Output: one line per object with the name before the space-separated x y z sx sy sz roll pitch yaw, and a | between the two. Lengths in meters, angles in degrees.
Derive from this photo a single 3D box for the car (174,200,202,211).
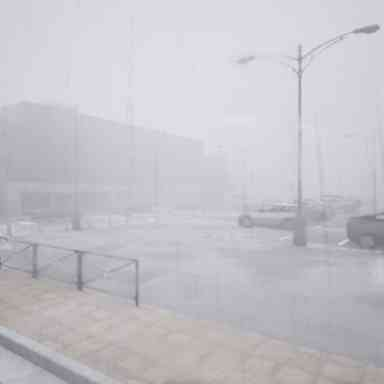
car | -0.550 1.728 43.551 1.994 1.385 4.181 0 0 36

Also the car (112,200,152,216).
car | -6.341 1.669 35.405 1.837 1.490 4.892 0 0 35

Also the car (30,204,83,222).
car | -11.426 1.728 28.227 1.994 1.385 4.181 0 0 35

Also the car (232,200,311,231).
car | 4.668 1.420 19.653 3.806 1.475 1.970 0 0 35

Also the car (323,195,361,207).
car | 15.505 1.265 35.521 3.866 1.878 1.905 0 0 35

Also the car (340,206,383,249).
car | 8.305 1.490 12.591 4.514 1.523 2.007 0 0 35

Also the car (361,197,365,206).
car | 16.847 1.286 38.130 4.605 1.855 1.932 0 0 35

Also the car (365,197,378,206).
car | 27.696 1.562 53.219 3.633 1.501 1.845 0 0 35

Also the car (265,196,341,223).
car | 8.112 1.342 25.078 5.027 1.636 2.152 0 0 35

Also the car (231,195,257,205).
car | 7.864 1.388 49.046 2.150 2.045 5.566 0 0 35

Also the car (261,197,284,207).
car | 14.006 1.658 57.741 2.128 1.511 4.902 0 0 35
